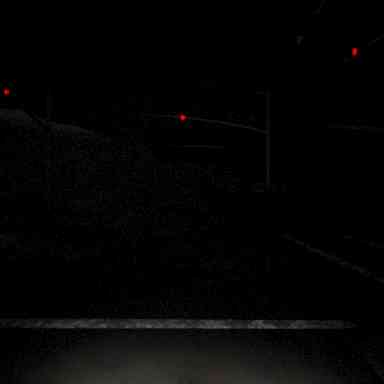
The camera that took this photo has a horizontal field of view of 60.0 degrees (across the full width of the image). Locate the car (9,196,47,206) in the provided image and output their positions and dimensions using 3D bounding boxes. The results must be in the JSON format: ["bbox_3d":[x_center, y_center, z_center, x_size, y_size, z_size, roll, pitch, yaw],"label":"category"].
[{"bbox_3d":[-24.071,1.298,48.960,4.514,1.523,2.007,0,0,-1],"label":"car"}]

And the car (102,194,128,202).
[{"bbox_3d":[-16.505,1.330,70.852,5.027,1.636,2.152,0,0,-1],"label":"car"}]

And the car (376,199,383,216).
[{"bbox_3d":[17.197,1.480,32.953,2.242,1.667,4.611,0,0,-1],"label":"car"}]

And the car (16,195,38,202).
[{"bbox_3d":[-35.171,1.384,70.870,3.806,1.475,1.970,0,0,-1],"label":"car"}]

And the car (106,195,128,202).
[{"bbox_3d":[-16.579,1.339,73.988,4.514,1.523,2.007,0,0,-1],"label":"car"}]

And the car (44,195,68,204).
[{"bbox_3d":[-24.097,1.319,58.953,3.633,1.501,1.845,0,0,-1],"label":"car"}]

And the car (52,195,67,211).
[{"bbox_3d":[-16.218,1.361,36.595,3.806,1.475,1.970,0,0,-1],"label":"car"}]

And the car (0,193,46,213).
[{"bbox_3d":[-16.806,1.077,33.267,3.866,1.878,1.905,0,0,-1],"label":"car"}]
